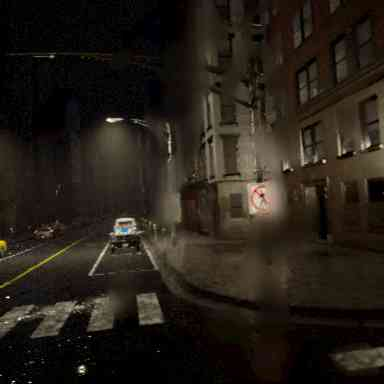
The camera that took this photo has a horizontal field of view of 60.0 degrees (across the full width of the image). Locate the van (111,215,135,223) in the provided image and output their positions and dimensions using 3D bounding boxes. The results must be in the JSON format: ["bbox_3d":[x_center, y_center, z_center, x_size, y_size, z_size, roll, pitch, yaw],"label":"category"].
[{"bbox_3d":[-5.071,2.911,25.590,1.690,1.788,3.998,-3,-3,-11],"label":"van"}]

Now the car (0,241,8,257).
[{"bbox_3d":[-11.892,3.121,18.580,1.752,1.417,4.829,-3,-3,-11],"label":"car"}]

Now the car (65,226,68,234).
[{"bbox_3d":[-15.979,4.410,39.775,1.752,1.417,4.829,-3,-3,-11],"label":"car"}]

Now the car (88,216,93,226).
[{"bbox_3d":[-20.110,5.501,61.148,2.192,1.841,5.009,-3,-3,-11],"label":"car"}]

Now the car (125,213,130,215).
[{"bbox_3d":[-8.120,3.851,41.492,2.192,1.841,5.009,-3,-3,-11],"label":"car"}]

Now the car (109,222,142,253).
[{"bbox_3d":[-4.044,2.798,20.279,2.008,1.369,4.403,-3,-3,-11],"label":"car"}]

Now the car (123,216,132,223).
[{"bbox_3d":[-14.200,6.014,73.282,1.887,1.381,4.507,-3,-3,-11],"label":"car"}]

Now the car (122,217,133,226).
[{"bbox_3d":[-11.187,5.038,57.548,1.752,1.417,4.829,-3,-3,-11],"label":"car"}]

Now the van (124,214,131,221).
[{"bbox_3d":[-17.258,6.777,89.193,1.690,1.788,3.998,-3,-3,-11],"label":"van"}]

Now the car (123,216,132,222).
[{"bbox_3d":[-15.215,6.357,78.581,1.947,1.339,4.313,-3,-3,-11],"label":"car"}]

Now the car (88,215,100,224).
[{"bbox_3d":[-24.198,6.790,82.344,2.192,1.841,5.009,-3,-3,-11],"label":"car"}]

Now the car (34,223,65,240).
[{"bbox_3d":[-14.994,4.013,34.648,1.967,1.590,4.097,-3,-3,-11],"label":"car"}]

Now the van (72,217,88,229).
[{"bbox_3d":[-19.087,5.204,55.848,1.690,1.788,3.998,-3,-3,-11],"label":"van"}]

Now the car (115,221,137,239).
[{"bbox_3d":[-6.074,3.473,30.878,1.802,1.307,4.206,-3,-3,-11],"label":"car"}]

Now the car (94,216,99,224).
[{"bbox_3d":[-23.163,6.703,77.034,2.008,1.369,4.403,-3,-3,-11],"label":"car"}]
